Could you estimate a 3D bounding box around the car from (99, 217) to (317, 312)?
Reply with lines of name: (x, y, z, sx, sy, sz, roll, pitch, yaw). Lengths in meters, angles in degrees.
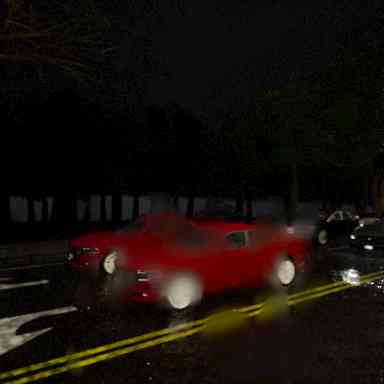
car: (0.597, 1.512, 7.981, 5.008, 1.535, 1.882, 0, 0, -36)

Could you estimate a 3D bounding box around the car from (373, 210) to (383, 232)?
car: (13.804, 1.803, 21.393, 4.718, 1.301, 1.895, 1, 0, -36)

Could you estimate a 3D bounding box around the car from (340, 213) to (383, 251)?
car: (8.672, 1.665, 13.750, 5.357, 1.411, 2.033, 1, 0, -35)

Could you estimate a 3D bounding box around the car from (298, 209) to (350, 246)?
car: (6.442, 1.605, 16.155, 4.902, 1.511, 2.128, 1, 0, -35)

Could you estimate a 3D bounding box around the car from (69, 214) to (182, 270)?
car: (-1.290, 1.512, 10.627, 5.008, 1.535, 1.882, 0, 0, -36)
